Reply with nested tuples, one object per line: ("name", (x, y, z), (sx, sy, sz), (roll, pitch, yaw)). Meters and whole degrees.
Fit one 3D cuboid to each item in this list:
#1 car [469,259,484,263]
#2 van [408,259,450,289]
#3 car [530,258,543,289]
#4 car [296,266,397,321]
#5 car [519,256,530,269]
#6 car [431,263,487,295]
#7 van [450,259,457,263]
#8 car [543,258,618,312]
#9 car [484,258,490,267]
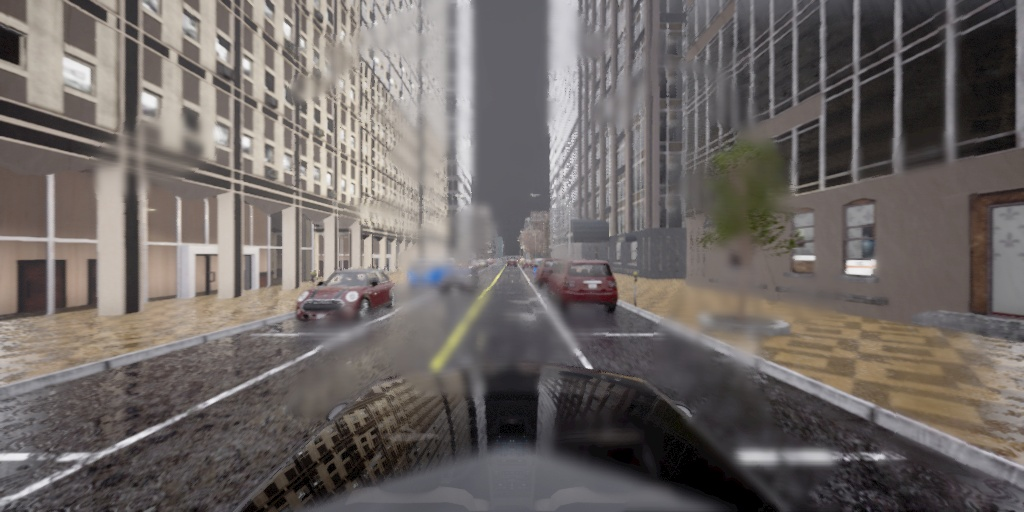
("car", (-5.307, 1.323, 50.460), (1.802, 1.307, 4.207), (0, 0, 0))
("van", (-5.313, 1.088, 22.723), (1.690, 1.789, 3.998), (0, 0, 0))
("car", (2.568, 1.063, 22.721), (2.192, 1.841, 5.009), (0, 0, 0))
("car", (-5.379, 1.188, 12.138), (1.967, 1.591, 4.097), (0, 0, 0))
("car", (2.574, 1.180, 56.006), (1.967, 1.591, 4.097), (0, 0, 0))
("car", (-2.763, 1.296, 20.114), (2.033, 1.411, 5.357), (0, 0, 0))
("van", (-5.311, 1.087, 28.270), (1.690, 1.789, 3.998), (0, 0, 0))
("car", (2.619, 1.064, 14.026), (2.192, 1.841, 5.009), (0, 0, 0))
("car", (-5.305, 1.262, 61.385), (1.751, 1.417, 4.829), (0, 0, 0))
